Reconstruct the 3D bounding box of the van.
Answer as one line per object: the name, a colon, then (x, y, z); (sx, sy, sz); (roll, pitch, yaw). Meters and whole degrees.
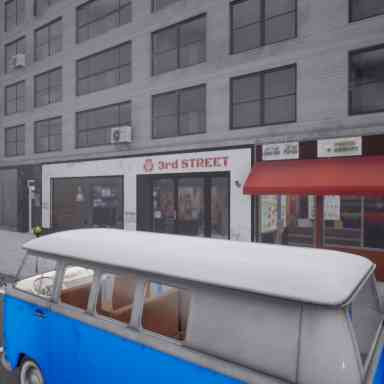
van: (-0.270, 1.341, 3.269); (3.998, 1.788, 1.690); (0, 0, 35)
